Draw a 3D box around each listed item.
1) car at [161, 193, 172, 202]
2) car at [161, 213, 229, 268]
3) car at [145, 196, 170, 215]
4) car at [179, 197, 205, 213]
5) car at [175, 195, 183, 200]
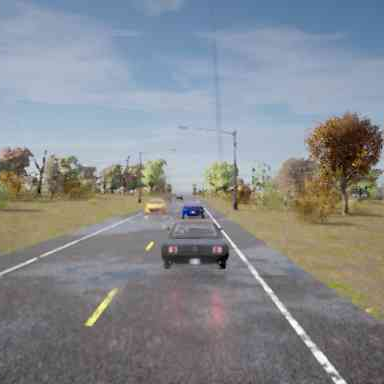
[{"bbox_3d":[-5.832,1.195,75.914,2.150,2.045,5.566,0,0,-7],"label":"car"},{"bbox_3d":[0.090,1.601,11.257,1.895,1.301,4.718,0,0,0],"label":"car"},{"bbox_3d":[-3.604,1.486,34.147,1.882,1.535,5.008,0,0,0],"label":"car"},{"bbox_3d":[0.089,1.483,29.494,1.882,1.535,5.008,0,0,0],"label":"car"},{"bbox_3d":[-3.458,1.414,87.083,1.882,1.535,5.008,0,0,-2],"label":"car"}]
